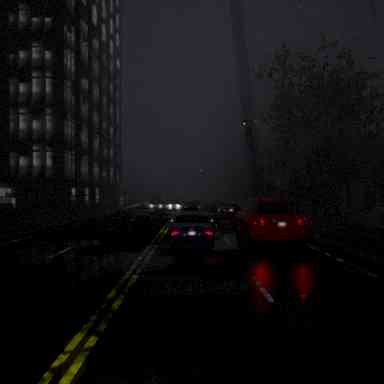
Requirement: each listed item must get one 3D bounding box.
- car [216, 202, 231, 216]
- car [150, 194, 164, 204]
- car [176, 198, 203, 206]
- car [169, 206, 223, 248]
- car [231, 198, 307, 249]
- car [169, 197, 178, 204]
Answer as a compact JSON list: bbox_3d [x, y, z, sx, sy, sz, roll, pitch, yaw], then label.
[{"bbox_3d":[3.250,1.556,29.653,2.033,1.411,5.357,0,0,0],"label":"car"},{"bbox_3d":[-6.501,1.318,62.594,2.150,2.045,5.566,0,0,0],"label":"car"},{"bbox_3d":[0.000,1.488,29.652,2.128,1.511,4.902,0,0,0],"label":"car"},{"bbox_3d":[0.000,1.559,14.652,2.033,1.411,5.357,0,0,0],"label":"car"},{"bbox_3d":[3.250,1.253,14.681,2.150,2.045,5.566,0,0,0],"label":"car"},{"bbox_3d":[-3.250,1.645,62.594,1.895,1.301,4.718,0,0,0],"label":"car"}]
